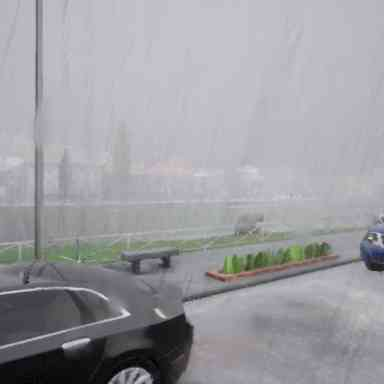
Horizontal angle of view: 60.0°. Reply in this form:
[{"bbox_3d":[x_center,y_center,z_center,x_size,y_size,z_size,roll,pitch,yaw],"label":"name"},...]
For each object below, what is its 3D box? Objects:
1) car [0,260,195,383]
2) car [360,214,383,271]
[{"bbox_3d":[-2.243,1.508,3.004,4.892,1.490,1.837,1,0,-36],"label":"car"},{"bbox_3d":[7.232,1.224,9.773,5.566,2.045,2.150,0,0,-36],"label":"car"}]
